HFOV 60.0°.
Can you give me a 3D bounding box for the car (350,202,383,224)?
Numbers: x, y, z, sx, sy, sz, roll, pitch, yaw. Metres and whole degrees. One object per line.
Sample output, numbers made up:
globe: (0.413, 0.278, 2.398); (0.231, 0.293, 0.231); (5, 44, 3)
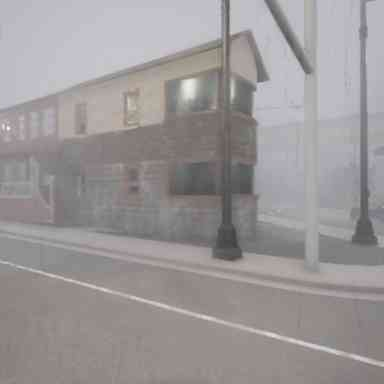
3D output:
car: (13.689, 1.466, 24.337); (2.128, 1.511, 4.902); (0, 0, -10)
